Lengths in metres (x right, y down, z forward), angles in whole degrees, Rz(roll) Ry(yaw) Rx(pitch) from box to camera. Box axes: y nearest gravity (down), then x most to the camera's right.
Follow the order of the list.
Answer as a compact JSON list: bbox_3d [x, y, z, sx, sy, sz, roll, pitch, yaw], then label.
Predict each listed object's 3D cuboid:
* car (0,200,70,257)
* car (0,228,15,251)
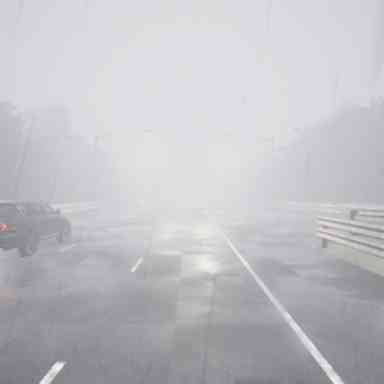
[{"bbox_3d":[-6.906,1.328,13.621,2.150,2.045,5.566,0,0,0],"label":"car"},{"bbox_3d":[-3.401,1.368,2.089,2.097,1.767,4.553,0,0,0],"label":"car"}]
